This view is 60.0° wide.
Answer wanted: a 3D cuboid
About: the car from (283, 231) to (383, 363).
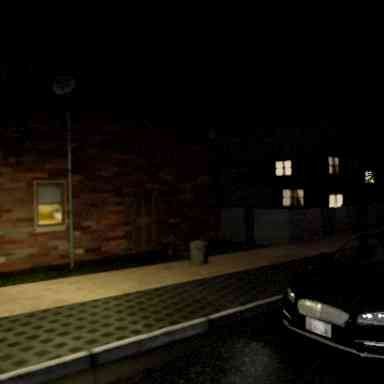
[{"bbox_3d":[3.609,1.504,5.885,4.902,1.511,2.128,0,0,-37],"label":"car"}]
